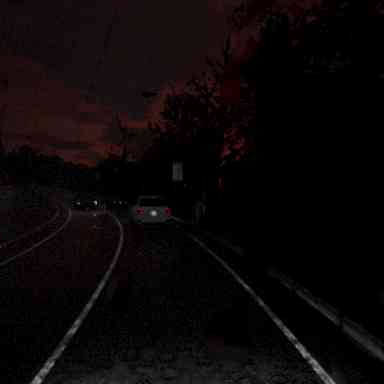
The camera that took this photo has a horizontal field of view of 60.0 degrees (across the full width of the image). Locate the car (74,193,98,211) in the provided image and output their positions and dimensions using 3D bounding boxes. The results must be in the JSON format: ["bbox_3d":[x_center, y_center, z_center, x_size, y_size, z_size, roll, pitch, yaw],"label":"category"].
[{"bbox_3d":[-10.974,0.973,34.280,2.097,1.767,4.553,1,1,-23],"label":"car"}]

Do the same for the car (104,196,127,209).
[{"bbox_3d":[-8.886,1.142,38.718,2.033,1.411,5.357,1,1,-24],"label":"car"}]

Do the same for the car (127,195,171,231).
[{"bbox_3d":[-2.745,1.206,21.058,2.150,2.045,5.566,1,1,-13],"label":"car"}]
